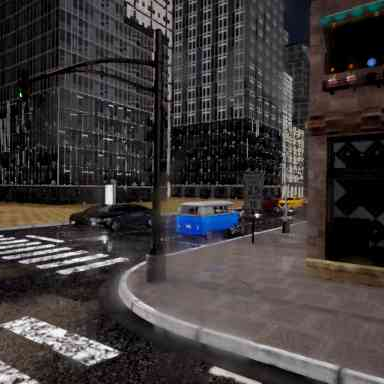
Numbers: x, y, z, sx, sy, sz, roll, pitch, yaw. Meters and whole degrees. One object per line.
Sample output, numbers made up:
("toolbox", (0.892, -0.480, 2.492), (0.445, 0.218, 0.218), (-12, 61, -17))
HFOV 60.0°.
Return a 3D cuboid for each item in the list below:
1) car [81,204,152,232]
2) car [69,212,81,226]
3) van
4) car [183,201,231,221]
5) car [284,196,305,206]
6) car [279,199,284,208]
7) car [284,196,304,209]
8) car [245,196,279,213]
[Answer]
("car", (-3.971, 1.466, 20.102), (1.812, 1.442, 4.674), (1, 1, 37))
("car", (-5.908, 1.467, 21.851), (1.947, 1.339, 4.313), (1, 1, 36))
("van", (0.915, 1.368, 16.979), (1.690, 1.788, 3.998), (1, 1, 36))
("car", (1.302, 1.487, 27.502), (1.994, 1.385, 4.181), (1, 1, 35))
("car", (16.496, 1.363, 53.232), (1.752, 1.417, 4.829), (1, 1, 36))
("car", (10.165, 1.293, 44.363), (1.967, 1.590, 4.097), (1, 1, 36))
("car", (12.994, 1.368, 43.784), (1.882, 1.535, 5.008), (1, 1, 36))
("car", (7.131, 1.258, 35.637), (2.097, 1.767, 4.553), (1, 1, 36))
